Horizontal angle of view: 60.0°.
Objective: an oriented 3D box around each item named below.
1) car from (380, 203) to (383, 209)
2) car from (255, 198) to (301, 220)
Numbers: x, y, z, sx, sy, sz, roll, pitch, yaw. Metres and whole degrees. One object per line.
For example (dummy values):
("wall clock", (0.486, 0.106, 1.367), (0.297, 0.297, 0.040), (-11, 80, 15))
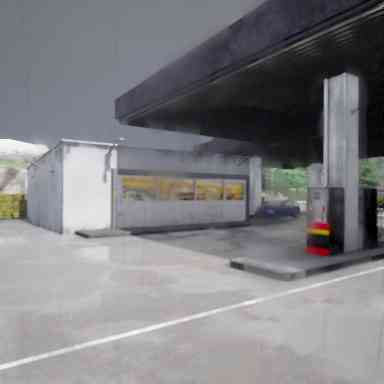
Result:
("car", (26.730, 1.654, 42.540), (2.128, 1.511, 4.902), (0, 1, -36))
("car", (7.942, 1.656, 30.699), (4.611, 1.667, 2.242), (1, 0, -36))
